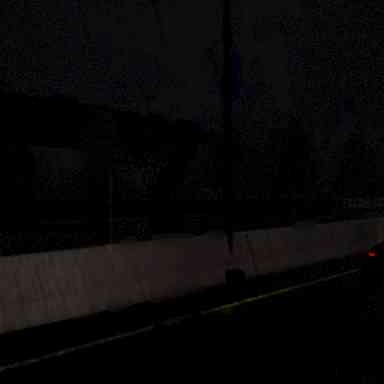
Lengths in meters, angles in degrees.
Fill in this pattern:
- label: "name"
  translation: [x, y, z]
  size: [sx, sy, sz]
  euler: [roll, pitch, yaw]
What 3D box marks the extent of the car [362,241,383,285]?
- label: "car"
  translation: [6.132, 1.574, 8.404]
  size: [4.181, 1.385, 1.994]
  euler: [0, 0, -37]
